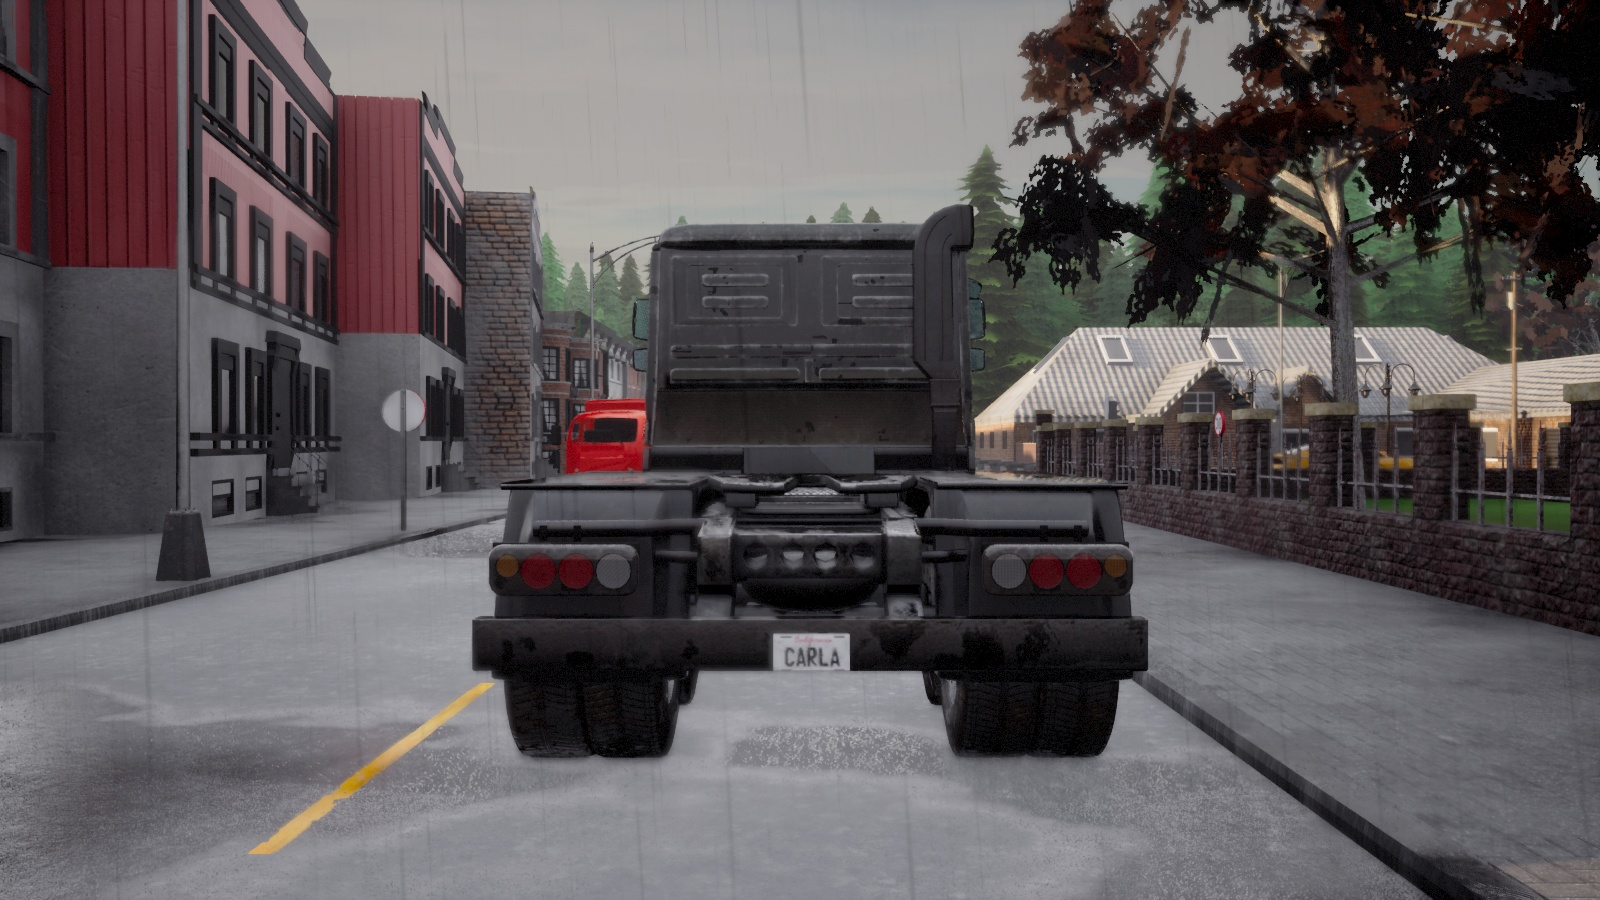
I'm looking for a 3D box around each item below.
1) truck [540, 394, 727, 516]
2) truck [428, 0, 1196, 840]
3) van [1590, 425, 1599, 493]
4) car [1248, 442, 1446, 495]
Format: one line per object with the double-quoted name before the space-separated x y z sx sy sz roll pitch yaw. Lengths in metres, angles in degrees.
"truck" -3.547 0.098 28.052 2.627 2.467 5.204 0 0 11
"truck" 0.065 -0.284 8.702 2.891 3.462 7.936 0 0 0
"van" 26.112 0.282 36.942 4.480 2.038 2.069 0 0 -1
"car" 16.047 0.528 36.972 5.008 1.535 1.882 0 0 -1
